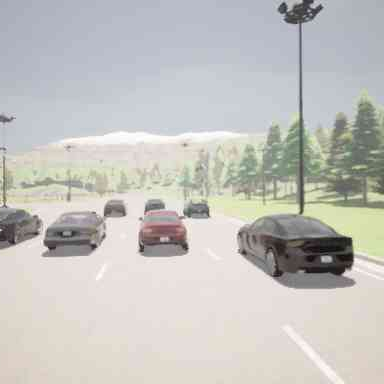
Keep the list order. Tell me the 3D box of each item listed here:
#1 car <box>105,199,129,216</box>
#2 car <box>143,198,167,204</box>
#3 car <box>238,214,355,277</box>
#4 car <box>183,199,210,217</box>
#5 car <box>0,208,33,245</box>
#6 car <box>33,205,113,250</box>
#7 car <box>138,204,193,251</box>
[{"bbox_3d":[-6.889,1.397,30.377,1.837,1.490,4.892,-1,0,-7],"label":"car"},{"bbox_3d":[-3.413,1.358,30.789,1.837,1.490,4.892,-1,-1,-7],"label":"car"},{"bbox_3d":[2.773,1.393,10.044,1.882,1.535,5.008,-1,0,-7],"label":"car"},{"bbox_3d":[0.341,1.320,29.043,2.128,1.511,4.902,-1,0,-7],"label":"car"},{"bbox_3d":[-8.528,1.504,15.471,1.837,1.490,4.892,-1,1,-7],"label":"car"},{"bbox_3d":[-4.803,1.513,14.278,2.033,1.411,5.357,-1,0,-9],"label":"car"},{"bbox_3d":[-1.235,1.459,13.782,1.812,1.442,4.674,-1,0,-7],"label":"car"}]
